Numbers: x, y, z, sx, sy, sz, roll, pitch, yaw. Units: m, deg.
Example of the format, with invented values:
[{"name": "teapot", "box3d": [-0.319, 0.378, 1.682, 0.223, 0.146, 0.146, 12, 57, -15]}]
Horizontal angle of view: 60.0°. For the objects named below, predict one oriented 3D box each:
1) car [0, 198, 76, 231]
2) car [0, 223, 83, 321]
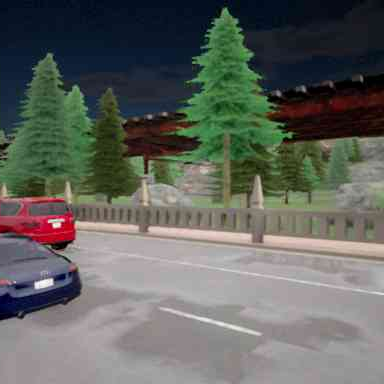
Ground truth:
[{"name": "car", "box3d": [-6.919, 1.235, 12.913, 5.566, 2.045, 2.150, 0, 0, 33]}, {"name": "car", "box3d": [-4.227, 1.571, 6.943, 4.181, 1.385, 1.994, 0, 0, 35]}]
